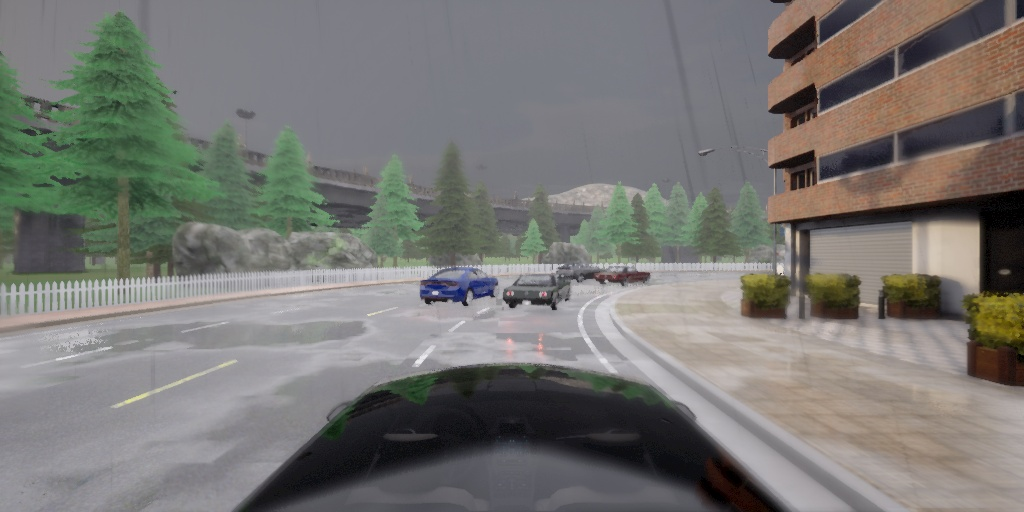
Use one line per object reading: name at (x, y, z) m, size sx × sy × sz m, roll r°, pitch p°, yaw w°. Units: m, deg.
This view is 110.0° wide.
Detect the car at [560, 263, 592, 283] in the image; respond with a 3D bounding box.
car at (5.417, 1.245, 27.561) m, size 4.902 × 1.511 × 2.128 m, roll 0°, pitch 0°, yaw -43°

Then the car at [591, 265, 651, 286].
car at (7.821, 1.366, 25.017) m, size 4.718 × 1.301 × 1.895 m, roll 0°, pitch 0°, yaw -43°

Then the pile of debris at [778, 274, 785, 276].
pile of debris at (23.278, 1.924, 31.501) m, size 1.860 × 0.140 × 1.500 m, roll 0°, pitch 0°, yaw -3°

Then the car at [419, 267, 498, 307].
car at (-2.112, 1.235, 15.799) m, size 1.882 × 1.535 × 5.008 m, roll 0°, pitch 0°, yaw 18°

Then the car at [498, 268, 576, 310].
car at (1.223, 1.366, 14.738) m, size 1.895 × 1.301 × 4.718 m, roll 0°, pitch 0°, yaw 18°
